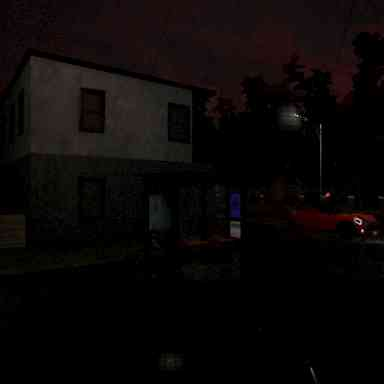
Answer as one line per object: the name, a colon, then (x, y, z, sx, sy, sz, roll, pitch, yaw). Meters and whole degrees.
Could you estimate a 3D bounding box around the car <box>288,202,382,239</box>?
car: (7.361, 1.352, 17.471, 2.097, 1.767, 4.553, 0, 0, -33)
